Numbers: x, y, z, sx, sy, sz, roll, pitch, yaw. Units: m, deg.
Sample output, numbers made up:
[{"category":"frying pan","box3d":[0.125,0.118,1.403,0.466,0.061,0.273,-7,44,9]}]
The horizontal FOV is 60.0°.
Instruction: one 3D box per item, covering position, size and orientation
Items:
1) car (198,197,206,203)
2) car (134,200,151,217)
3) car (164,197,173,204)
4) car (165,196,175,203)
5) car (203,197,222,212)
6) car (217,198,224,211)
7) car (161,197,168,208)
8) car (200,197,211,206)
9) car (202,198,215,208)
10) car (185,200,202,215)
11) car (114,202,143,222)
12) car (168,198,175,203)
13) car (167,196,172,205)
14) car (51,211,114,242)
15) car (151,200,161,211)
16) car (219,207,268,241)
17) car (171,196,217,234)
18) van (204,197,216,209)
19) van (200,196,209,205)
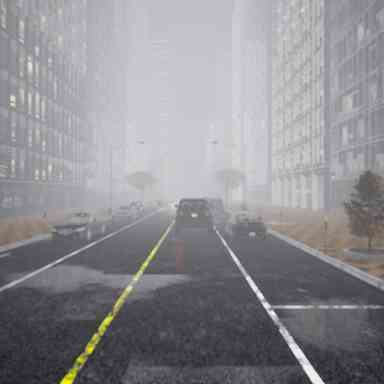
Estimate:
[{"category":"car","box3d":[2.746,2.164,90.965,2.008,1.369,4.403,-1,0,0]},{"category":"car","box3d":[-5.675,1.674,34.136,1.967,1.590,4.097,-1,0,0]},{"category":"car","box3d":[-5.643,1.978,79.605,1.967,1.590,4.097,-1,0,0]},{"category":"car","box3d":[-5.641,1.891,85.289,2.192,1.841,5.009,-1,0,0]},{"category":"car","box3d":[2.712,1.626,45.499,2.192,1.841,5.009,-1,0,0]},{"category":"car","box3d":[2.708,1.588,39.815,2.192,1.841,5.009,-1,0,0]},{"category":"car","box3d":[-5.658,1.953,56.870,1.947,1.339,4.313,-1,0,0]},{"category":"car","box3d":[2.729,1.903,68.232,1.967,1.590,4.097,-1,0,0]},{"category":"car","box3d":[2.721,1.828,56.865,1.967,1.590,4.097,-1,0,0]},{"category":"car","box3d":[0.129,1.769,38.625,1.837,1.490,4.892,0,0,0]},{"category":"car","box3d":[-5.678,1.777,28.452,1.802,1.307,4.206,-1,0,0]},{"category":"car","box3d":[-5.635,2.195,90.971,1.802,1.307,4.206,-1,0,0]},{"category":"car","box3d":[-5.650,2.014,68.237,2.008,1.369,4.403,-1,0,0]},{"category":"car","box3d":[-5.686,1.669,17.085,2.008,1.369,4.403,-1,0,0]},{"category":"car","box3d":[-5.666,1.835,45.333,1.752,1.417,4.829,-1,0,0]},{"category":"car","box3d":[2.695,1.669,17.079,2.008,1.369,4.403,-1,0,0]},{"category":"car","box3d":[0.116,1.361,20.289,2.150,2.045,5.566,0,0,0]},{"category":"van","box3d":[2.716,1.691,51.182,1.690,1.788,3.998,-1,0,0]},{"category":"van","box3d":[2.732,1.842,73.916,1.690,1.788,3.998,-1,0,0]}]
